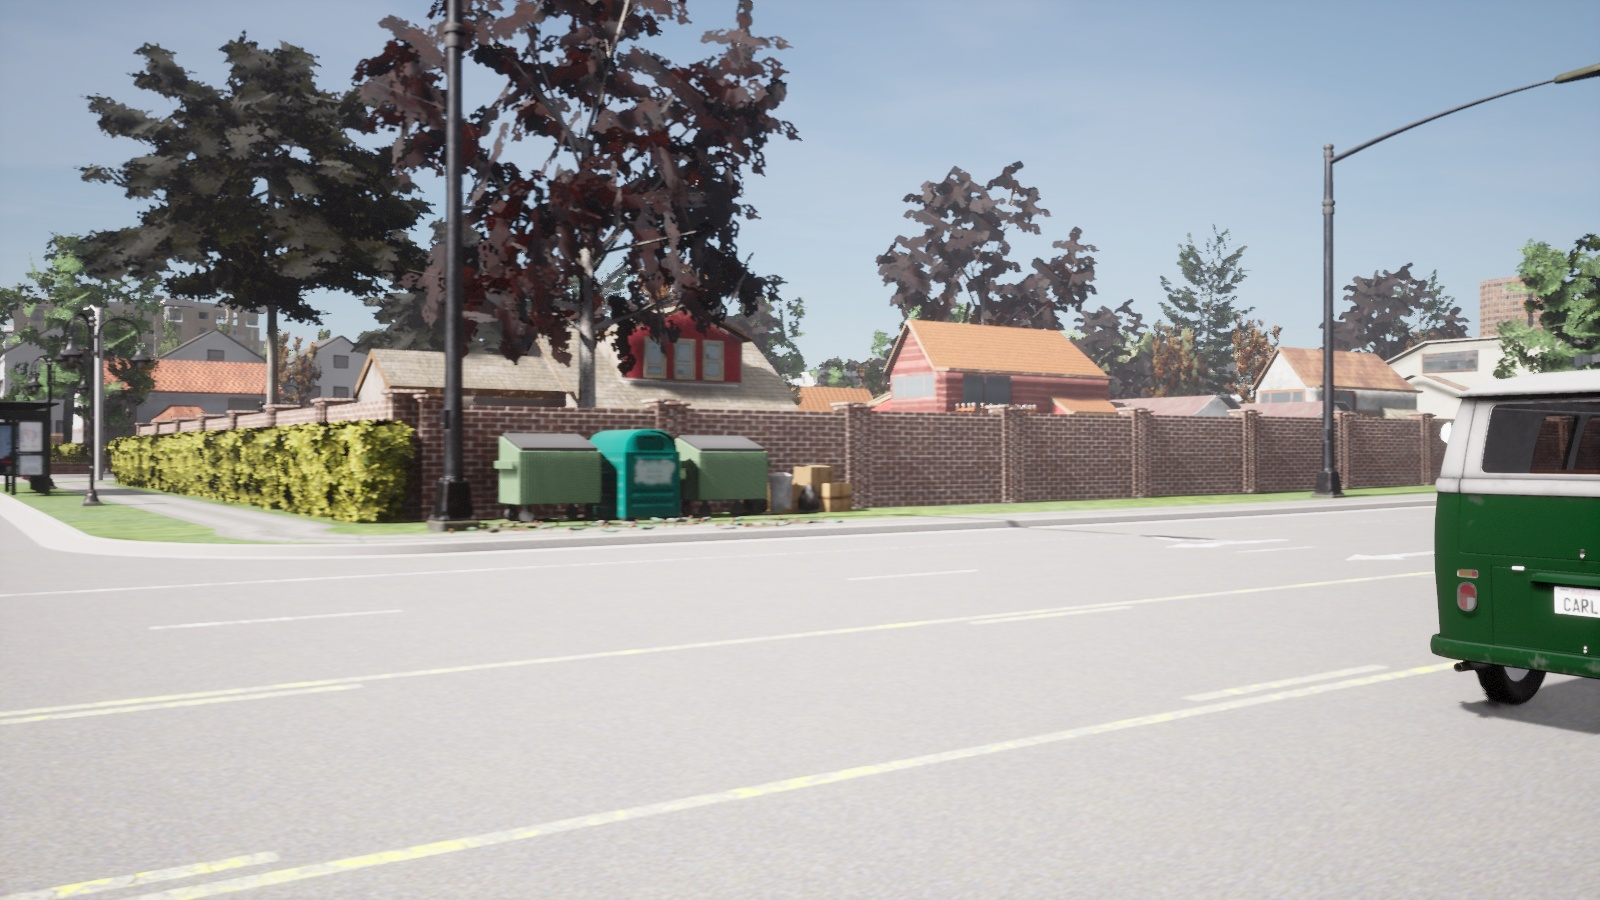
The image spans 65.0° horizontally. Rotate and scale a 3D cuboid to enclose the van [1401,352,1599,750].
[{"bbox_3d":[5.736,0.504,7.654,4.442,1.987,1.775,0,0,-35],"label":"van"}]
